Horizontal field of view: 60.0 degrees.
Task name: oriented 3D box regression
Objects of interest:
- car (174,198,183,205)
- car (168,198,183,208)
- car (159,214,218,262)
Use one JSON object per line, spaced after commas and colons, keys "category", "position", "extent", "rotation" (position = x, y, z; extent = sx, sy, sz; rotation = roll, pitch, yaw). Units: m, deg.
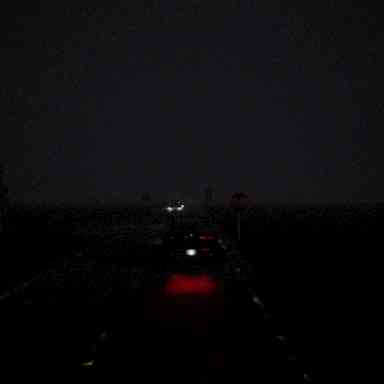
{"category": "car", "position": [-2.851, 2.008, 72.225], "extent": [1.837, 1.490, 4.892], "rotation": [0, 0, 0]}
{"category": "car", "position": [-2.888, 1.747, 56.947], "extent": [2.097, 1.767, 4.553], "rotation": [0, 0, 0]}
{"category": "car", "position": [-0.139, 1.582, 12.431], "extent": [1.837, 1.490, 4.892], "rotation": [0, 0, -3]}
